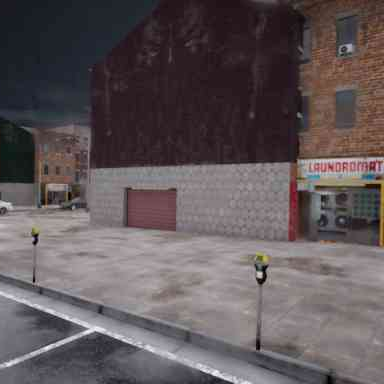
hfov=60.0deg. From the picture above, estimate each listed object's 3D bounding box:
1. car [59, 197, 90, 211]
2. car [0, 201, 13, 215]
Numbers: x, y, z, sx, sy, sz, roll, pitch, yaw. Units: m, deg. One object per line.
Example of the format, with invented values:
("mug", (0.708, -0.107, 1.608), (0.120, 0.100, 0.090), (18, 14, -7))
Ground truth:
("car", (-13.119, 1.344, 38.980), (1.837, 1.490, 4.892), (1, 1, 36))
("car", (-19.081, 1.403, 30.690), (1.812, 1.442, 4.674), (1, 1, 34))
